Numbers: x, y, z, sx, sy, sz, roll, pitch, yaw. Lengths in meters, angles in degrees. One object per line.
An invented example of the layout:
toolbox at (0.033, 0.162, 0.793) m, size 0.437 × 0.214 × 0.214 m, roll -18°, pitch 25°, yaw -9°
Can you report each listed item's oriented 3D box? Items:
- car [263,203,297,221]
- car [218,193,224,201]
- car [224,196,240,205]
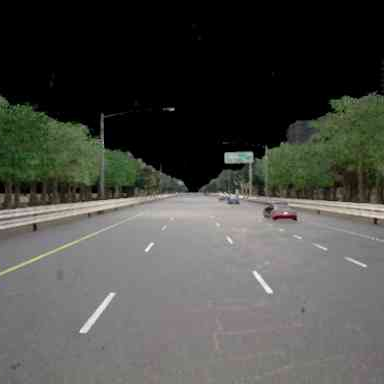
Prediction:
car at (7.036, 1.566, 26.947) m, size 1.994 × 1.385 × 4.181 m, roll 0°, pitch 0°, yaw 0°
car at (7.326, 1.553, 80.062) m, size 1.895 × 1.301 × 4.718 m, roll 0°, pitch 0°, yaw 0°
car at (7.180, 1.522, 58.770) m, size 1.812 × 1.442 × 4.674 m, roll 0°, pitch 0°, yaw 0°
